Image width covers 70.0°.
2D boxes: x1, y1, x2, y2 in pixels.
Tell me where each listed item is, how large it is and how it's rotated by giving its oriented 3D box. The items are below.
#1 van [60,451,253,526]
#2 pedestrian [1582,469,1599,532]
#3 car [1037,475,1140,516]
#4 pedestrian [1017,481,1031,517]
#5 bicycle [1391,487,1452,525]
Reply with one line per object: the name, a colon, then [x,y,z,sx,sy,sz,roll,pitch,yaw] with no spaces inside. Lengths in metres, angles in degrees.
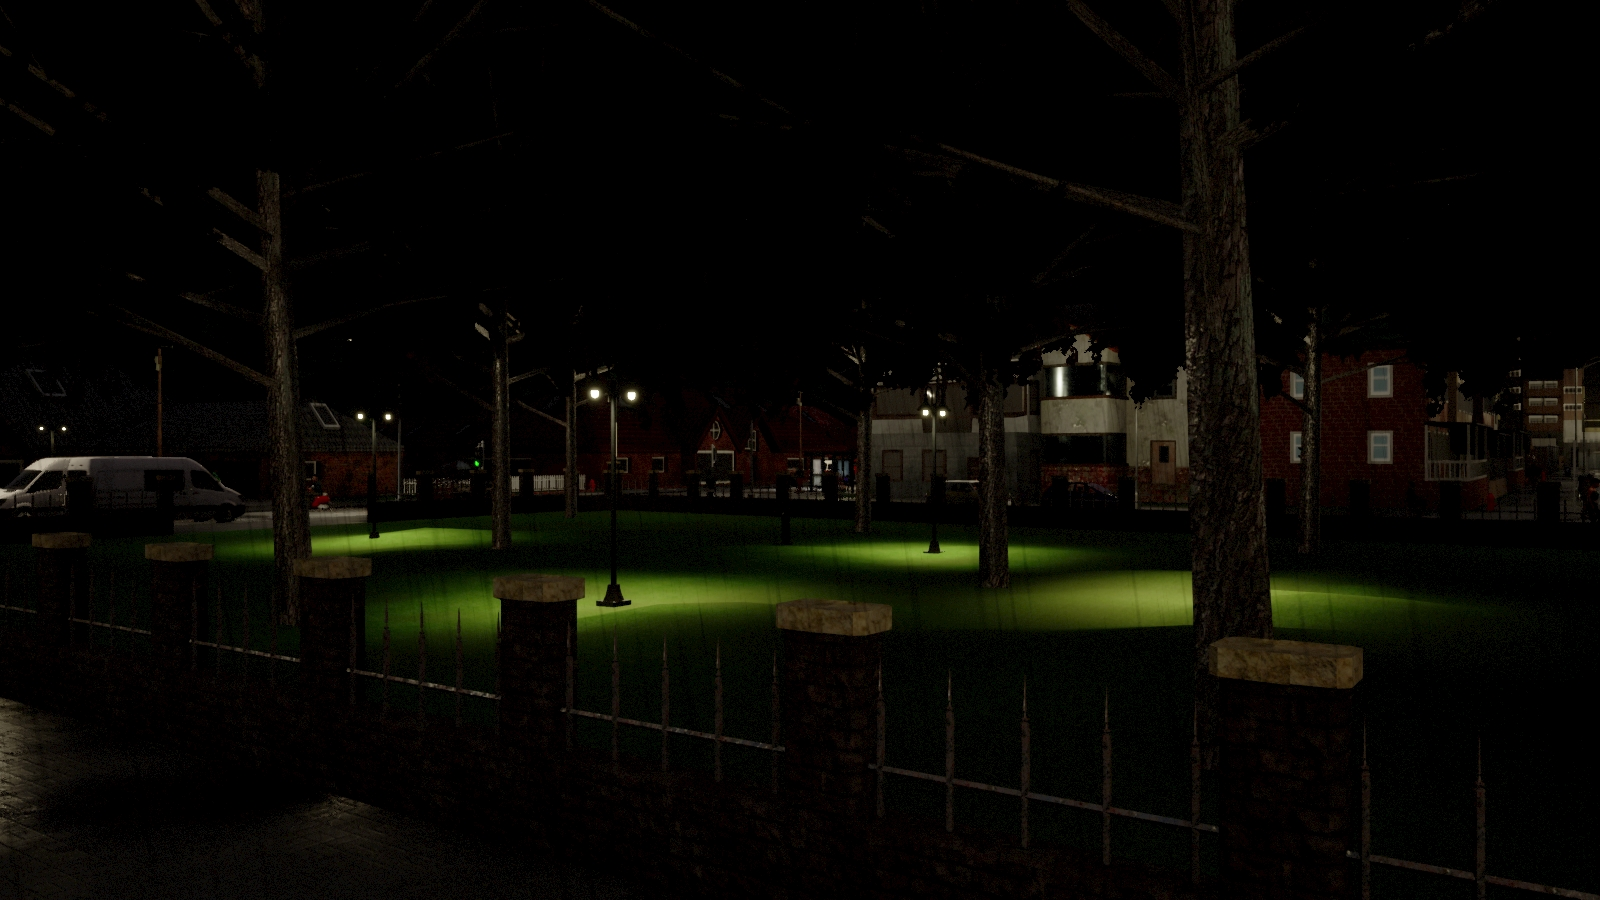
van: [-23.708,1.315,42.368,1.988,2.561,5.915,0,0,36]
pedestrian: [24.003,1.525,34.642,0.375,1.860,0.375,0,0,-41]
car: [11.752,1.818,46.570,3.633,1.501,1.845,0,0,35]
pedestrian: [8.316,1.804,42.399,0.375,1.300,0.375,0,0,34]
bicycle: [21.577,1.940,39.668,1.835,1.271,0.329,0,0,35]
